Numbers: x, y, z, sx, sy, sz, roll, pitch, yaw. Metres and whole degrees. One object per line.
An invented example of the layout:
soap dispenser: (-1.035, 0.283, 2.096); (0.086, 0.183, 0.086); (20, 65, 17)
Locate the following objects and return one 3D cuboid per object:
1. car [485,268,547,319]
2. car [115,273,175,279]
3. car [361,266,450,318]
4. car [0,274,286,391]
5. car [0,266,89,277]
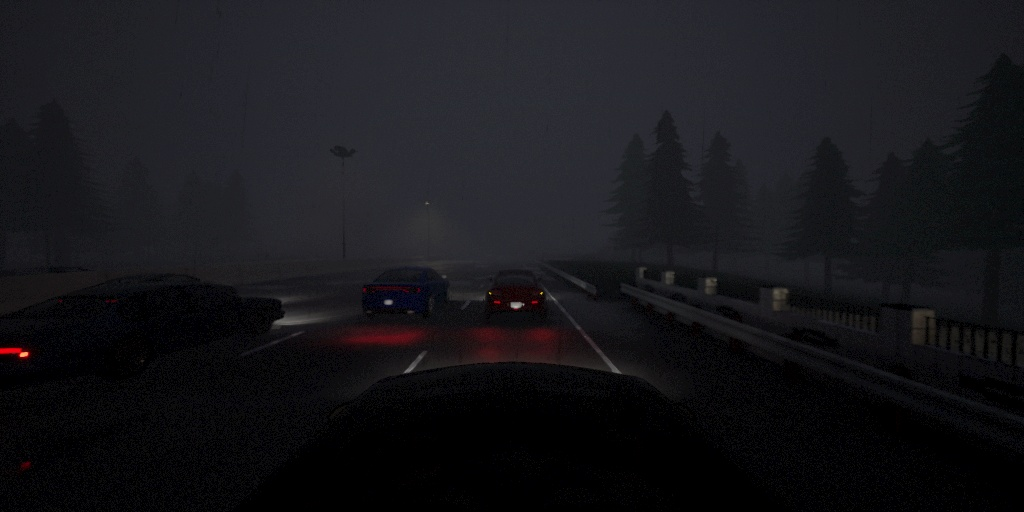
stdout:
car: (0.111, 1.138, 12.066); (1.812, 1.442, 4.674); (0, 1, 0)
car: (-10.390, 1.191, 10.684); (1.994, 1.385, 4.181); (0, 1, 0)
car: (-3.388, 1.085, 12.312); (1.882, 1.535, 5.008); (0, 1, 0)
car: (-6.894, 1.225, 6.974); (2.033, 1.411, 5.357); (0, 1, 0)
car: (-21.017, 1.153, 16.022); (1.895, 1.301, 4.718); (0, 1, 1)
